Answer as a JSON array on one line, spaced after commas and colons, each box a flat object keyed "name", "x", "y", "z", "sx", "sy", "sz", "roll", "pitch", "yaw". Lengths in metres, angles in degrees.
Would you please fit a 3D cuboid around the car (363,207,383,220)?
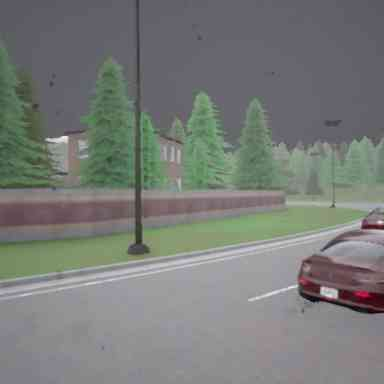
[{"name": "car", "x": 11.275, "y": 1.555, "z": 19.056, "sx": 1.994, "sy": 1.385, "sz": 4.181, "roll": -1, "pitch": 0, "yaw": 42}]

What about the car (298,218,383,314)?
[{"name": "car", "x": 4.073, "y": 1.527, "z": 7.107, "sx": 4.674, "sy": 1.442, "sz": 1.812, "roll": 0, "pitch": 0, "yaw": -40}]
